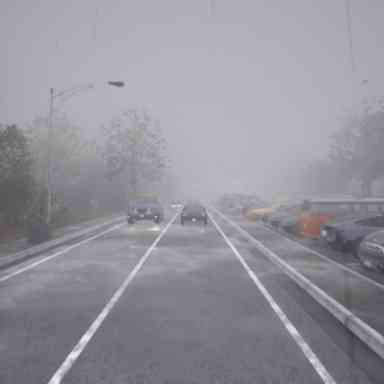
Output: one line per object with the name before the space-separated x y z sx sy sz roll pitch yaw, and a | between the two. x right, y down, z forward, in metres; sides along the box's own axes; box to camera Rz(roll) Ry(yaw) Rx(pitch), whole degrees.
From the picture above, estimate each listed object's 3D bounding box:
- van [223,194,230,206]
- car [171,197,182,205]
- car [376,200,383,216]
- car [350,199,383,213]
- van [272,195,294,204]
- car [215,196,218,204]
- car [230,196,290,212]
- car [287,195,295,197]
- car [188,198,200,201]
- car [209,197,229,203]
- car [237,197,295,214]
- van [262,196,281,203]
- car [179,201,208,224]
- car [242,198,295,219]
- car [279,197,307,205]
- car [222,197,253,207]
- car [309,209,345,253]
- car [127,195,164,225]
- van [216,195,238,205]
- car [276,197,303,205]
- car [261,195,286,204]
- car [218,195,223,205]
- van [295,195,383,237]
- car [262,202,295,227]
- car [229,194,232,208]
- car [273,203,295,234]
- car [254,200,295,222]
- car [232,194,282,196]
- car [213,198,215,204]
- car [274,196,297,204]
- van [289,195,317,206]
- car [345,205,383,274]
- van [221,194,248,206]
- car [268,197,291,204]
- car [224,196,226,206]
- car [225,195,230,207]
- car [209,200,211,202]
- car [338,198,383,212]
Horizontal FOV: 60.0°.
van | 7.074 1.310 47.875 4.442 1.987 1.878 0 0 0
car | -3.050 1.810 65.687 2.128 1.511 4.902 0 -1 1
car | 20.181 1.544 31.161 4.674 1.452 2.002 0 0 0
car | 20.206 1.553 36.575 4.674 1.452 2.002 0 0 0
van | 20.540 1.737 75.338 4.442 1.987 1.878 0 -1 0
car | 7.238 1.753 61.734 4.792 1.488 2.163 0 -1 0
car | 6.929 1.510 33.994 5.366 1.575 1.946 0 0 0
car | 20.146 1.664 58.716 5.366 1.575 1.946 0 -1 0
car | 0.210 1.541 41.673 2.128 1.511 4.902 0 0 0
car | 7.236 2.263 89.475 5.366 1.575 1.946 0 -1 0
car | 7.093 1.509 31.217 4.892 1.521 2.231 0 0 0
van | 20.603 1.960 86.535 4.442 1.987 1.878 0 -1 0
car | 0.146 1.598 24.634 1.895 1.301 4.718 0 0 0
car | 6.883 1.495 25.666 5.366 1.575 1.946 0 0 0
car | 20.372 1.814 67.025 5.008 1.535 2.097 0 -1 0
car | 7.251 1.604 53.399 4.792 1.488 2.163 0 -1 0
car | 7.021 1.504 11.783 4.792 1.488 2.163 0 0 0
car | -3.303 1.219 24.694 2.150 2.045 5.566 0 0 0
van | 7.430 1.646 70.064 4.442 1.987 1.878 0 -1 0
car | 20.388 1.866 69.921 5.008 1.535 2.097 0 -1 0
car | 20.497 1.867 83.645 5.566 2.045 2.435 0 -1 0
car | 7.235 1.290 50.650 5.566 2.045 2.435 0 0 0
van | 7.123 1.253 14.560 4.442 1.987 1.878 0 0 0
car | 7.008 1.518 20.112 4.792 1.488 2.163 0 0 0
car | 7.113 1.396 39.545 4.553 1.767 2.185 0 0 0
car | 6.993 1.513 17.336 4.792 1.488 2.163 0 0 0
car | 7.024 1.523 22.888 4.792 1.488 2.163 0 0 0
car | 7.098 1.392 36.769 4.553 1.767 2.185 0 0 0
car | 7.304 1.822 67.284 5.008 1.535 2.097 0 -1 0
car | 20.376 1.787 72.568 4.553 1.767 2.185 0 -1 0
van | 20.463 1.490 61.489 4.442 1.987 1.878 0 -1 0
car | 7.007 1.347 9.010 4.553 1.767 2.185 0 0 0
van | 7.120 1.399 56.186 4.442 1.987 1.878 0 -1 0
car | 20.432 2.013 78.105 4.892 1.521 2.231 0 -1 0
car | 7.178 1.572 45.097 4.674 1.452 2.002 0 0 0
car | 7.155 1.527 42.321 5.008 1.535 2.097 0 0 0
car | 7.332 1.768 78.392 5.566 2.045 2.435 0 -1 0
car | 20.218 1.517 39.347 5.008 1.535 2.097 0 0 0
